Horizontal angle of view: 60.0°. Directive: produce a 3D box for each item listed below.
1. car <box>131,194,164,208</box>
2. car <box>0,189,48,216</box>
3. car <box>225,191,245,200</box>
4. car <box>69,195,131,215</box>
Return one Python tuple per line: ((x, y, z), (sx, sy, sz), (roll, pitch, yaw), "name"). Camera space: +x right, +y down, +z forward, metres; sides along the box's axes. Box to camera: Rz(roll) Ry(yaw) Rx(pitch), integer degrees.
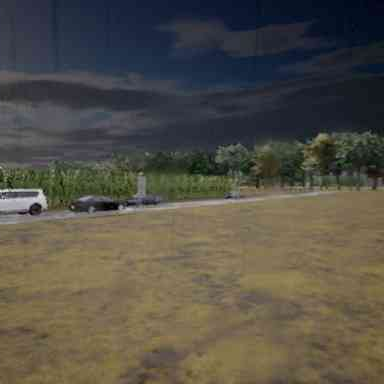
((-5.341, 0.871, 36.216), (2.033, 1.411, 5.357), (0, 1, 35), "car")
((-13.569, 0.815, 24.556), (2.150, 2.045, 5.566), (0, 1, 35), "car")
((6.930, 0.499, 53.433), (1.994, 1.385, 4.181), (0, 1, 36), "car")
((-7.779, 0.977, 27.728), (1.882, 1.535, 5.008), (0, 1, 36), "car")
